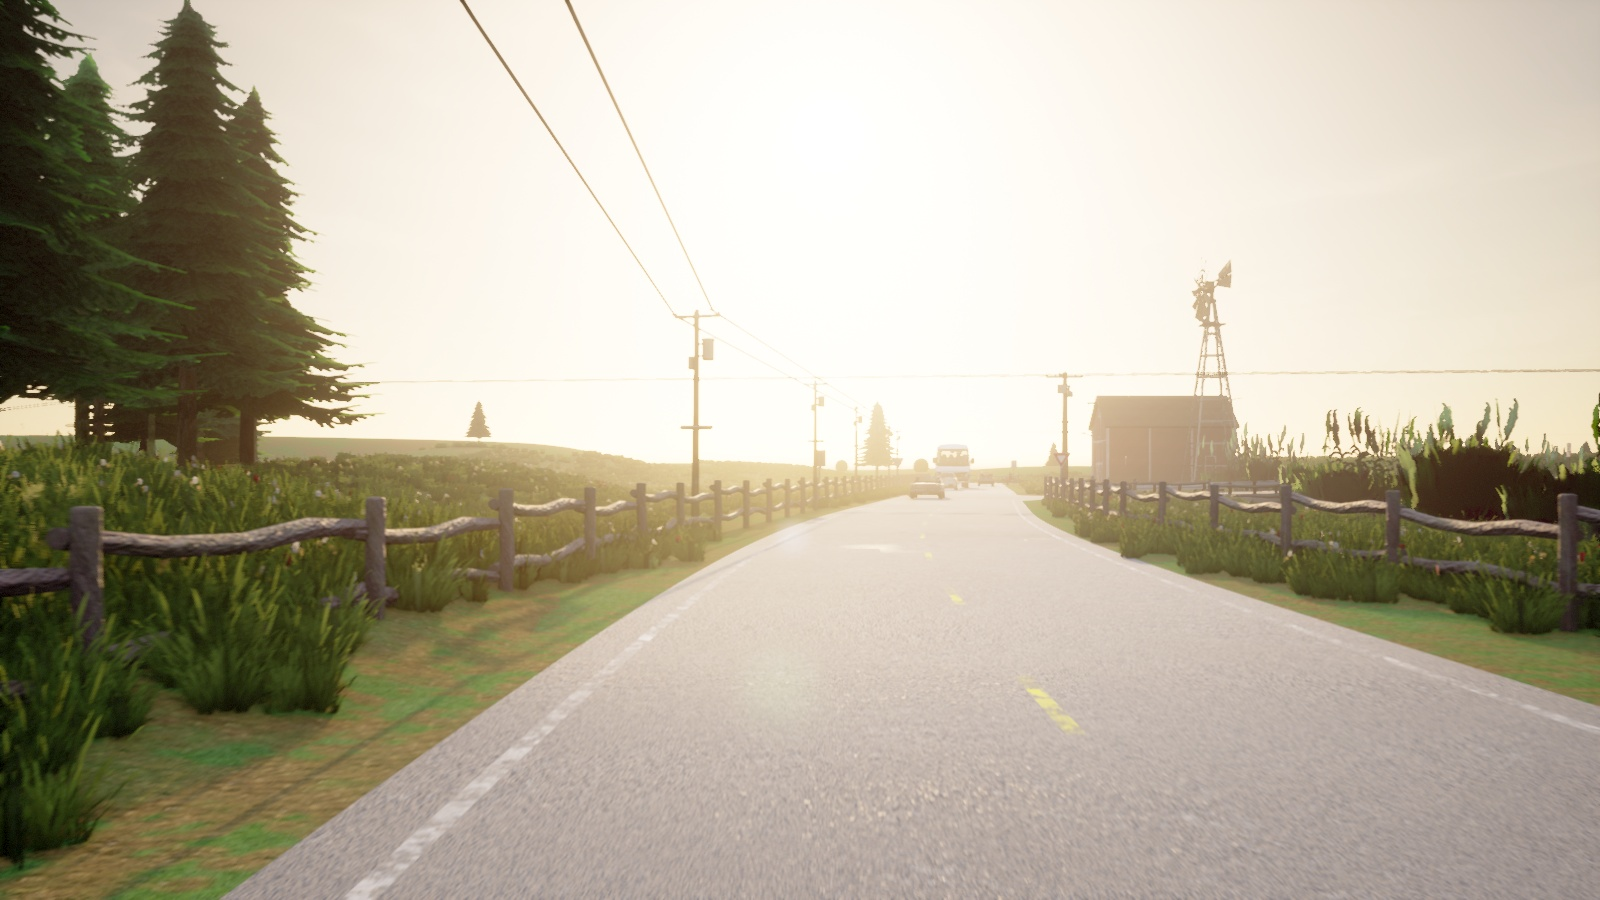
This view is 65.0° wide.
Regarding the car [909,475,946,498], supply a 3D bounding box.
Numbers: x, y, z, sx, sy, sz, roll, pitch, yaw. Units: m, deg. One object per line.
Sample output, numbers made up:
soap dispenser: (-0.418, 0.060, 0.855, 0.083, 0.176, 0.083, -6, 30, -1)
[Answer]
car: (7.436, 2.105, 72.778, 1.895, 1.301, 4.718, 0, -1, 9)
